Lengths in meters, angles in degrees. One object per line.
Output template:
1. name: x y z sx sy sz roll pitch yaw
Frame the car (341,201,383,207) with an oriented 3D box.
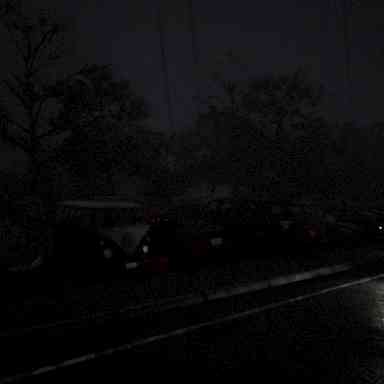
1. car: 10.702 1.635 19.839 2.185 1.767 4.553 1 -1 -35

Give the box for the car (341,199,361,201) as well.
1. car: 16.741 1.863 40.214 2.435 2.045 5.566 1 -1 -35

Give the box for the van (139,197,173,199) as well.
1. van: -3.638 1.362 25.858 1.878 1.987 4.442 1 -1 -35

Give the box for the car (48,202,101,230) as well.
1. car: -8.072 1.498 22.559 2.097 1.535 5.008 0 0 -35

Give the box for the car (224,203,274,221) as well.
1. car: 5.446 1.862 32.191 2.002 1.452 4.674 1 -1 -35

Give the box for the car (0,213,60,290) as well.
1. car: -5.123 1.509 8.594 2.002 1.452 4.674 0 0 -35

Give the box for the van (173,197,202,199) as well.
1. van: -1.486 1.418 27.394 1.878 1.987 4.442 1 -1 -35

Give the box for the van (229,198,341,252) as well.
1. van: 3.974 1.359 14.935 1.878 1.987 4.442 1 -1 -35

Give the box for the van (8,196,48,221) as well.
1. van: -10.255 1.258 20.852 1.878 1.987 4.442 0 0 -35

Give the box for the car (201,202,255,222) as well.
1. car: 3.193 1.763 30.580 2.097 1.535 5.008 1 -1 -35

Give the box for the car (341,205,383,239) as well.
1. car: 8.425 1.701 18.246 2.097 1.535 5.008 1 -1 -35

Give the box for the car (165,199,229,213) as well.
1. car: 0.050 1.423 17.733 4.553 1.767 2.097 1 -1 -35

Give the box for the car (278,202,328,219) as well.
1. car: 12.212 1.997 37.013 2.097 1.535 5.008 1 -1 -35

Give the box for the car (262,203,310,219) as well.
1. car: 9.851 1.976 35.339 2.002 1.452 4.674 1 -1 -35

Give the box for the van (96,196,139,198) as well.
1. van: -5.866 1.301 23.983 1.878 1.987 4.442 1 -1 -35

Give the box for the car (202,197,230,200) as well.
1. car: 0.854 1.451 28.884 2.435 2.045 5.566 1 -1 -35

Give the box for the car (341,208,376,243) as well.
1. car: 6.160 1.683 16.641 2.002 1.452 4.674 1 -1 -35

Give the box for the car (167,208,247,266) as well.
1. car: -0.613 1.527 11.843 2.163 1.488 4.792 1 -1 -35

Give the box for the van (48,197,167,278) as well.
1. van: -2.793 1.257 10.109 1.878 1.987 4.442 0 0 -35

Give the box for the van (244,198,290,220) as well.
1. van: 7.534 1.652 33.826 1.878 1.987 4.442 1 -1 -35
